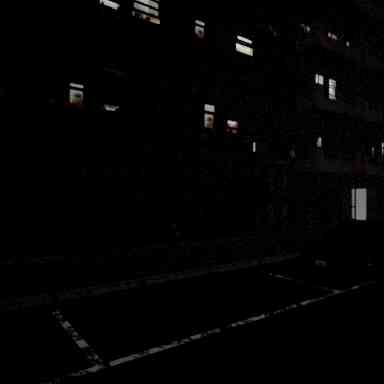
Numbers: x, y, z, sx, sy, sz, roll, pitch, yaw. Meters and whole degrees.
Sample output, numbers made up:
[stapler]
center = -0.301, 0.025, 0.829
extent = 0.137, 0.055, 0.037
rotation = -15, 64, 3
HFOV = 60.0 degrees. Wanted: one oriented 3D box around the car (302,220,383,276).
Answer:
[car]
center = 5.279, 1.566, 10.320
extent = 4.313, 1.339, 1.947
rotation = 0, 0, -35
